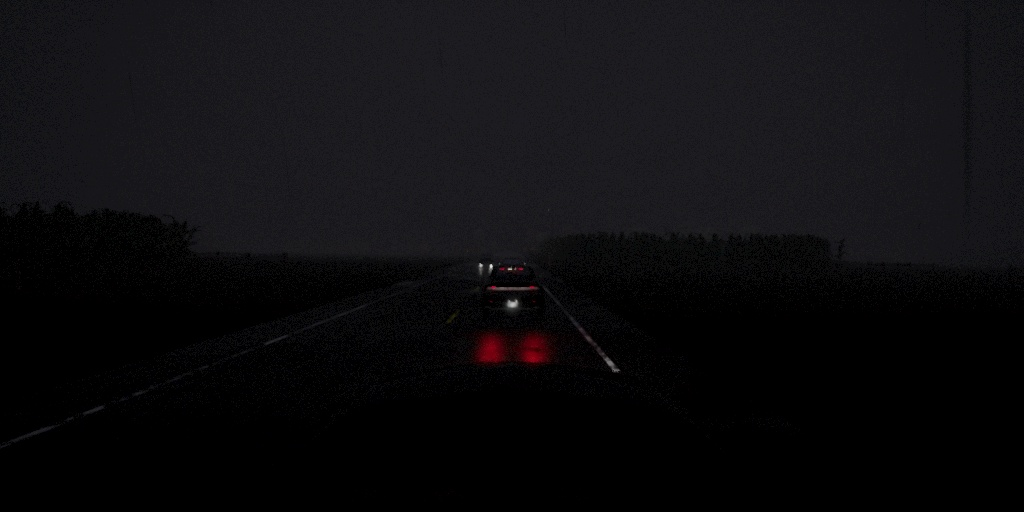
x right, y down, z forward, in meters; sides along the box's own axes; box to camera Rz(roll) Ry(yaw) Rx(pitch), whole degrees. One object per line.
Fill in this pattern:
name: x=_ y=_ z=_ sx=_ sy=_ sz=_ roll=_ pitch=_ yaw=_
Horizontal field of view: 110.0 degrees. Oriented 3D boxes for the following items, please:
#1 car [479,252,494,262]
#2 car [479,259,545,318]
car: x=-3.657 y=0.250 z=52.059 sx=1.837 sy=1.490 sz=4.892 roll=0 pitch=1 yaw=0
car: x=0.035 y=1.038 z=11.925 sx=2.128 sy=1.511 sz=4.902 roll=0 pitch=1 yaw=0
